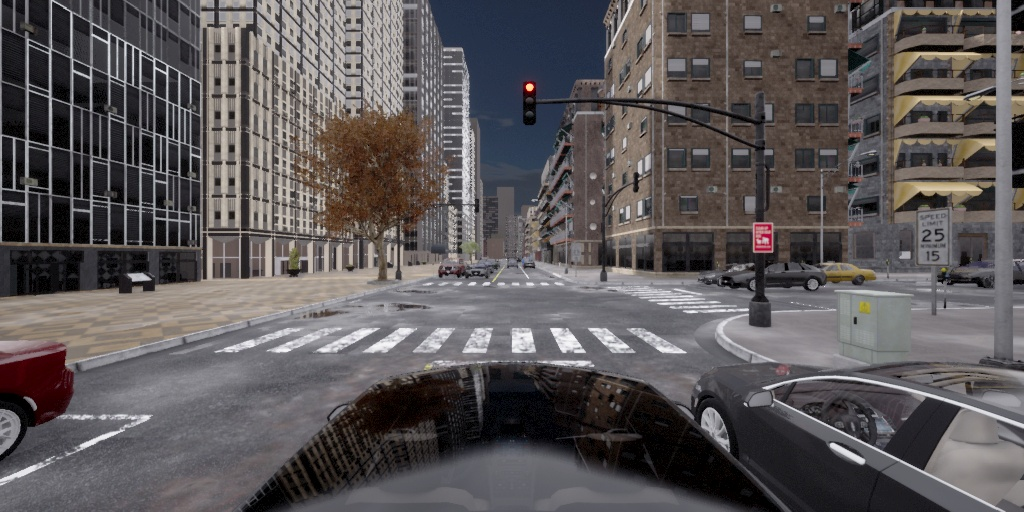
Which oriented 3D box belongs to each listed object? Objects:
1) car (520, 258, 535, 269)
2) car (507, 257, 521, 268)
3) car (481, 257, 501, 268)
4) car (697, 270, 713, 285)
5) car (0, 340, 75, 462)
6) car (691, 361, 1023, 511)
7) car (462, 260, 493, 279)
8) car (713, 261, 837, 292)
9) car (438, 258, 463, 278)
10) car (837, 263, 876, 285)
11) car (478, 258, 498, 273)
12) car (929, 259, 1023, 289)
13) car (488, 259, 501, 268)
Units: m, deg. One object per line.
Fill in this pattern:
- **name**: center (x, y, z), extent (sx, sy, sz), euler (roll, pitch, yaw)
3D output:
- **car**: center (2.706, 1.348, 56.481), extent (1.948, 1.339, 4.313), euler (0, 0, 0)
- **car**: center (0.131, 1.335, 61.177), extent (2.033, 1.411, 5.357), euler (0, 0, 0)
- **car**: center (-3.074, 1.130, 52.408), extent (2.097, 1.767, 4.553), euler (0, 0, 0)
- **car**: center (13.441, 1.095, 21.415), extent (4.403, 1.370, 2.007), euler (0, 0, -1)
- **car**: center (-5.691, 1.295, 2.005), extent (1.888, 1.381, 4.507), euler (0, 0, 0)
- **car**: center (2.689, 1.300, 2.002), extent (2.007, 1.370, 4.403), euler (0, 0, 0)
- **car**: center (-3.082, 1.326, 32.874), extent (1.994, 1.385, 4.181), euler (0, 0, 1)
- **car**: center (13.656, 1.047, 18.837), extent (4.892, 1.490, 1.837), euler (-1, 0, 0)
- **car**: center (-5.682, 1.078, 34.393), extent (2.192, 1.841, 5.009), euler (0, 0, 0)
- **car**: center (18.838, 0.992, 21.468), extent (4.829, 1.417, 1.751), euler (0, 0, -1)
- **car**: center (-3.088, 1.317, 42.259), extent (2.033, 1.411, 5.357), euler (0, 0, 0)
- **car**: center (25.620, 0.924, 18.943), extent (5.357, 1.411, 2.033), euler (-1, 0, 0)
- **car**: center (-3.030, 1.281, 62.786), extent (2.128, 1.511, 4.902), euler (0, 0, 0)
